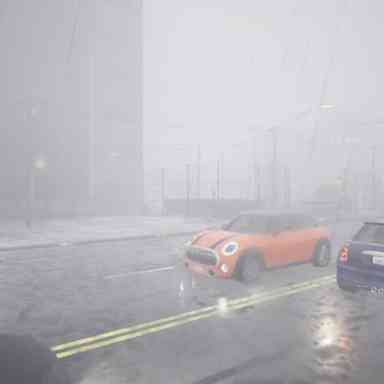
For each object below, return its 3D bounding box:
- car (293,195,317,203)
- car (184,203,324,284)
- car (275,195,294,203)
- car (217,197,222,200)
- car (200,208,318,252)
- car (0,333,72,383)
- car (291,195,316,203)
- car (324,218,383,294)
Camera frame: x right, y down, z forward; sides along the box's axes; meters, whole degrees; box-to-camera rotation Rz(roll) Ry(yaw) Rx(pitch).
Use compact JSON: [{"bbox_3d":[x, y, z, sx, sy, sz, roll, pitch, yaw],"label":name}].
[{"bbox_3d":[22.177,1.417,65.255,4.674,1.452,2.002,0,0,-36],"label":"car"},{"bbox_3d":[1.978,1.352,9.713,4.553,1.767,2.097,0,0,-36],"label":"car"},{"bbox_3d":[19.265,1.450,69.252,3.806,1.475,1.970,0,0,-36],"label":"car"},{"bbox_3d":[4.539,1.573,60.740,4.718,1.301,1.895,0,0,-36],"label":"car"},{"bbox_3d":[3.109,1.547,14.827,5.357,1.411,2.033,0,0,-36],"label":"car"},{"bbox_3d":[-2.751,1.564,1.781,4.181,1.385,1.994,0,0,-35],"label":"car"},{"bbox_3d":[15.297,1.252,46.183,4.553,1.767,2.185,0,0,-36],"label":"car"},{"bbox_3d":[5.386,1.352,7.649,4.553,1.767,2.097,0,0,-35],"label":"car"}]
